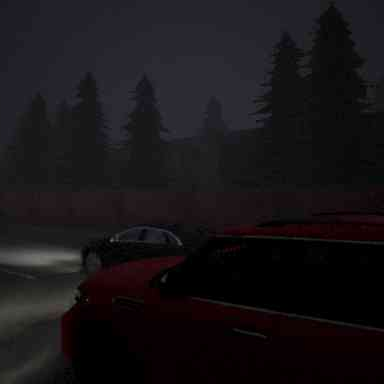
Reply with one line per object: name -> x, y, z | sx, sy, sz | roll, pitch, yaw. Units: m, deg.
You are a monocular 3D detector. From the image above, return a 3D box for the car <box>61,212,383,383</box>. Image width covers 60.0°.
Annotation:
car -> 1.104, 1.232, 3.205 | 5.566, 2.045, 2.150 | -1, -1, 36

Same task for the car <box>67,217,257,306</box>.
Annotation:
car -> -0.979, 1.568, 8.991 | 4.902, 1.511, 2.128 | -1, -1, 35
